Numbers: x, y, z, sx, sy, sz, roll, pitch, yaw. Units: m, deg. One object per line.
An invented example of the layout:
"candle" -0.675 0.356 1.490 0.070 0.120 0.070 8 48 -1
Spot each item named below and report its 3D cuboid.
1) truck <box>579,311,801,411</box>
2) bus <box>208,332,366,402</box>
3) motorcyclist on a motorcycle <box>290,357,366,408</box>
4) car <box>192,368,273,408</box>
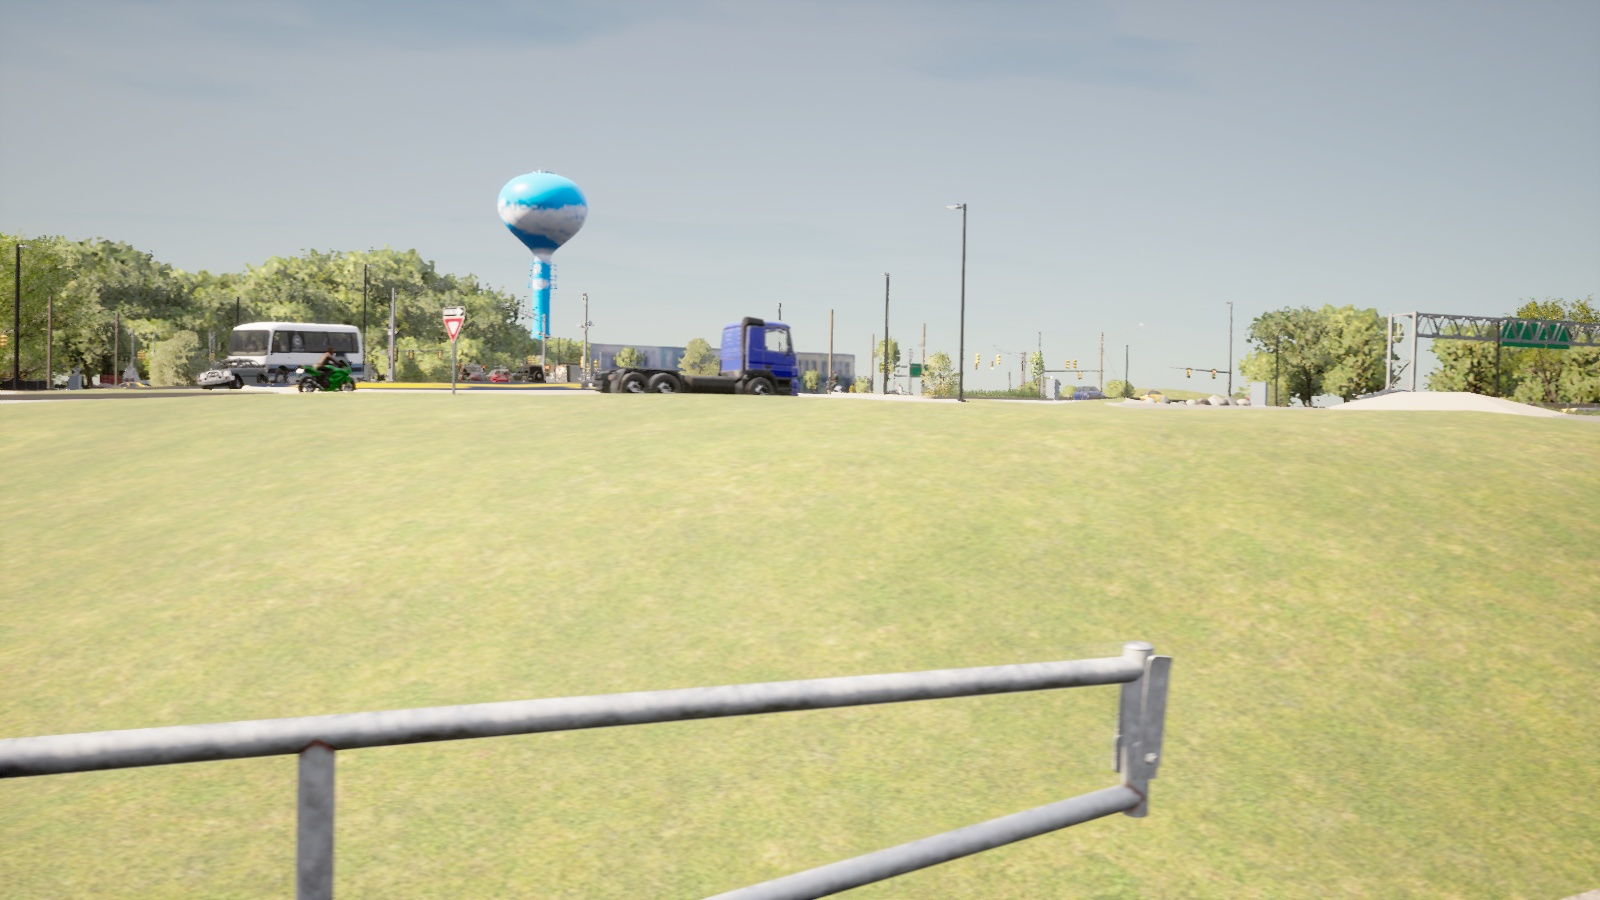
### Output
"truck" -4.157 -3.275 47.924 7.936 3.462 2.891 0 1 -26
"bus" -33.665 -5.541 83.045 3.944 4.253 10.273 0 4 16
"motorcyclist on a motorcycle" -14.394 -2.054 38.319 0.797 1.523 2.044 1 3 34
"car" -30.928 -3.422 68.613 1.932 1.855 4.605 -7 4 3
